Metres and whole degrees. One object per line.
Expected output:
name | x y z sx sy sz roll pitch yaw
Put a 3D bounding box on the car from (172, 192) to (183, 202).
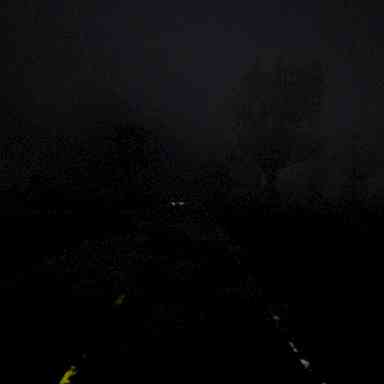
car | -2.982 1.114 69.666 2.150 2.045 5.566 0 0 0
